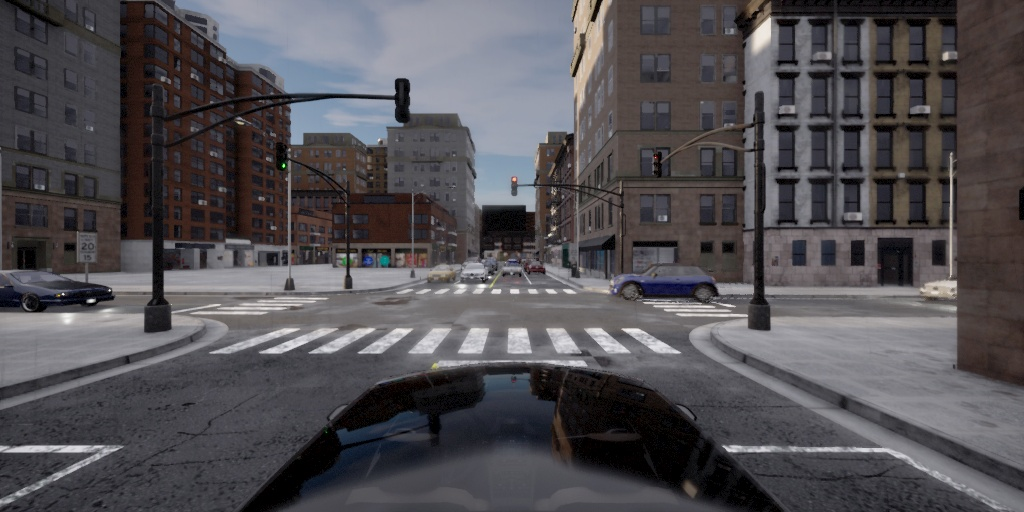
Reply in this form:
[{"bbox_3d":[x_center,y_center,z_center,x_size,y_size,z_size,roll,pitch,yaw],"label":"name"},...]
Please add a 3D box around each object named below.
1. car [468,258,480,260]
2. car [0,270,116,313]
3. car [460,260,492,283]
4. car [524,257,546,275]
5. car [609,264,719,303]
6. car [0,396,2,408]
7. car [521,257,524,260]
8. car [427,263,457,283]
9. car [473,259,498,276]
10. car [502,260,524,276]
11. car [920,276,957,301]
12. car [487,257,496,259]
[{"bbox_3d":[-5.413,1.302,45.101,2.007,1.370,4.403,0,0,0],"label":"car"},{"bbox_3d":[-17.810,1.215,12.912,5.357,1.411,2.033,0,0,0],"label":"car"},{"bbox_3d":[-2.862,1.276,28.086,1.812,1.442,4.674,0,0,0],"label":"car"},{"bbox_3d":[2.616,1.191,39.443,1.967,1.591,4.097,0,0,0],"label":"car"},{"bbox_3d":[6.882,1.138,16.653,4.553,1.767,2.097,0,0,11],"label":"car"},{"bbox_3d":[-5.388,1.300,1.270,2.007,1.370,4.403,0,0,0],"label":"car"},{"bbox_3d":[2.612,1.067,45.105,2.192,1.841,5.009,0,0,0],"label":"car"},{"bbox_3d":[-5.403,1.276,27.945,1.751,1.417,4.829,0,0,0],"label":"car"},{"bbox_3d":[-2.858,1.315,37.879,1.994,1.385,4.181,0,0,1],"label":"car"},{"bbox_3d":[0.022,1.352,36.483,1.895,1.301,4.718,0,0,1],"label":"car"},{"bbox_3d":[21.116,1.391,15.921,4.674,1.442,1.812,0,0,0],"label":"car"},{"bbox_3d":[-2.862,1.244,48.075,2.128,1.511,4.902,0,0,0],"label":"car"}]
